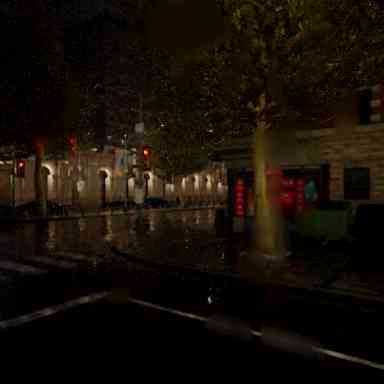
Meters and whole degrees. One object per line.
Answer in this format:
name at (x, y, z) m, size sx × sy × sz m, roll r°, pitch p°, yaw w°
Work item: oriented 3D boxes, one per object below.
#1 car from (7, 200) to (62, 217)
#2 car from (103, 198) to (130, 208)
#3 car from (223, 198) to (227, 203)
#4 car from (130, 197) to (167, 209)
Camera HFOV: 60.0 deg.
car at (-14.615, 1.496, 31.127) m, size 1.837 × 1.490 × 4.892 m, roll 0°, pitch 0°, yaw 36°
car at (-10.550, 1.585, 48.137) m, size 1.895 × 1.301 × 4.718 m, roll 0°, pitch 0°, yaw 36°
car at (7.066, 1.556, 61.073) m, size 1.994 × 1.385 × 4.181 m, roll 0°, pitch 0°, yaw 36°
car at (-5.378, 1.469, 43.936) m, size 1.882 × 1.535 × 5.008 m, roll 0°, pitch 0°, yaw 36°
